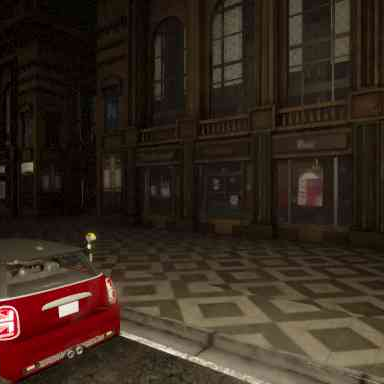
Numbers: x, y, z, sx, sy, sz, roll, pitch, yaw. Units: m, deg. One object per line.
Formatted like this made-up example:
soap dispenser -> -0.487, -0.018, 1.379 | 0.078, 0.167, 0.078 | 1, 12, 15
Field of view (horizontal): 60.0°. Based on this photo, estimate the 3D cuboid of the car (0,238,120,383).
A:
car -> -3.069, 1.440, 5.157 | 4.097, 1.590, 1.967 | 0, 0, 36
